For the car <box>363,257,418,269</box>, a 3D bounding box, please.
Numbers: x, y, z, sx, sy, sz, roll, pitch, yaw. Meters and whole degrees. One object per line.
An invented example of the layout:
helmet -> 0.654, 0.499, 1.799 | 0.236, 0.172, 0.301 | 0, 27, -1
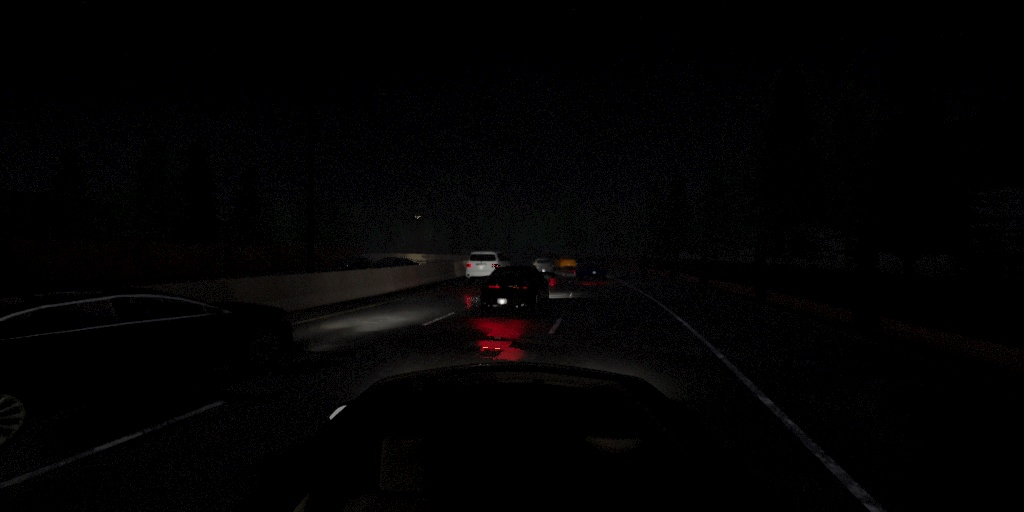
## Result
car -> -8.413, 0.891, 25.978 | 1.882, 1.535, 5.008 | 1, 1, 6

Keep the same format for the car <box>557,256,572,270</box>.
car -> 6.170, 0.757, 42.108 | 1.882, 1.535, 5.008 | 0, 0, -2

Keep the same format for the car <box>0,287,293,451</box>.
car -> -5.526, 1.176, 4.952 | 2.128, 1.511, 4.902 | 0, 1, 16

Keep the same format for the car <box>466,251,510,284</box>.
car -> -1.451, 0.693, 23.891 | 2.150, 2.045, 5.566 | 0, 1, 8

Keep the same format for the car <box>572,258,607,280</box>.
car -> 5.875, 0.942, 26.995 | 1.882, 1.535, 5.008 | 0, 1, 6

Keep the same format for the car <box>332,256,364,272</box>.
car -> -14.859, 0.798, 33.524 | 1.837, 1.490, 4.892 | 1, 0, 2

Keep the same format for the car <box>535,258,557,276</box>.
car -> 2.678, 0.925, 31.100 | 1.812, 1.442, 4.674 | 0, 1, 4

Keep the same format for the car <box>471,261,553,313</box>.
car -> 0.243, 1.112, 13.366 | 1.837, 1.490, 4.892 | 1, 1, 13
